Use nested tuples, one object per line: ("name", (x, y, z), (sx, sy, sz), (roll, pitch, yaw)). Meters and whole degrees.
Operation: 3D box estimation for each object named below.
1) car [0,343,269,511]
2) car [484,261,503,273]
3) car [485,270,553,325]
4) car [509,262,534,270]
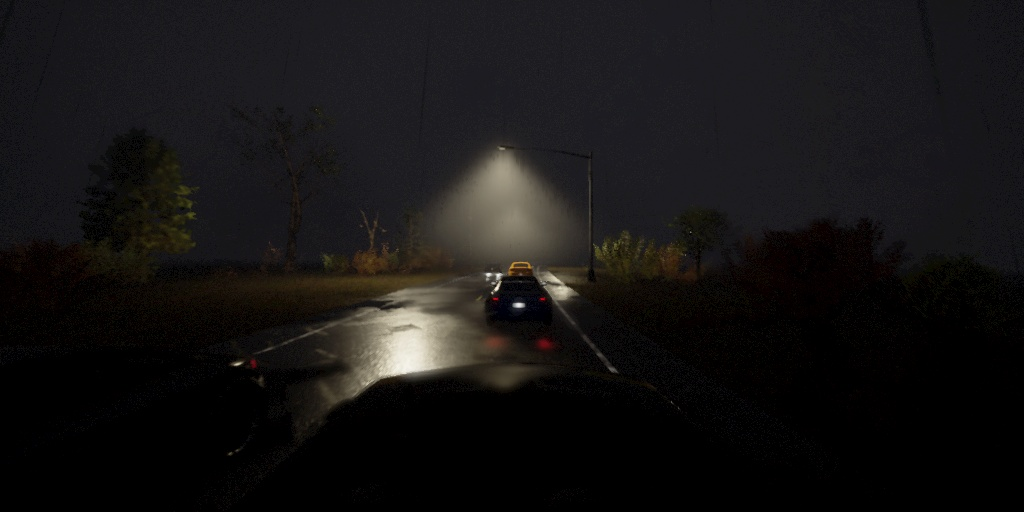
("car", (-3.579, 1.310, 2.091), (1.994, 1.385, 4.181), (0, 0, 0))
("car", (-2.193, 1.335, 43.777), (1.994, 1.385, 4.181), (0, 0, 4))
("car", (0.221, 1.320, 11.829), (1.994, 1.385, 4.181), (0, 0, 1))
("car", (0.757, 1.243, 29.477), (1.882, 1.535, 5.008), (0, 0, 3))
